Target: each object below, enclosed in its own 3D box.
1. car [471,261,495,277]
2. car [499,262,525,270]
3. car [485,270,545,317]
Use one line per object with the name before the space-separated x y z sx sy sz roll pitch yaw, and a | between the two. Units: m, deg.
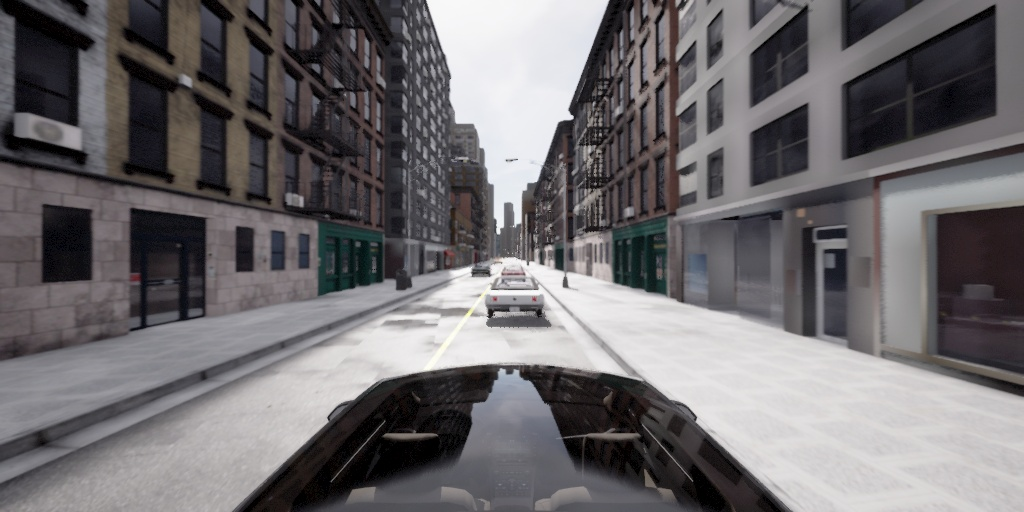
car | -3.090 1.410 36.714 1.895 1.301 4.718 0 0 0
car | 0.099 1.397 28.643 1.895 1.301 4.718 0 0 0
car | 0.094 1.371 13.338 1.895 1.301 4.718 0 0 0
